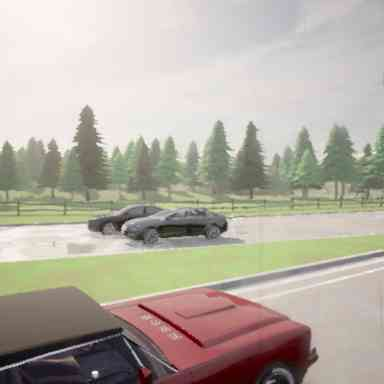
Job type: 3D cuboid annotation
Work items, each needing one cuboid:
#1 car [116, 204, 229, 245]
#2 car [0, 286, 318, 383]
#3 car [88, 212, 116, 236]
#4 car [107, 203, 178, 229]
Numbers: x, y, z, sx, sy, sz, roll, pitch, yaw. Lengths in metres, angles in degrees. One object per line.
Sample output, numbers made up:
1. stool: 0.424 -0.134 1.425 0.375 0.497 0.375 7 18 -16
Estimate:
1. car: -0.676 1.435 15.090 4.902 1.511 2.128 0 0 -23
2. car: -1.013 1.592 2.915 4.718 1.301 1.895 0 0 -35
3. car: -2.987 1.416 17.918 5.008 1.535 1.882 0 0 -22
4. car: -3.221 1.489 21.607 4.181 1.385 1.994 0 0 -23
